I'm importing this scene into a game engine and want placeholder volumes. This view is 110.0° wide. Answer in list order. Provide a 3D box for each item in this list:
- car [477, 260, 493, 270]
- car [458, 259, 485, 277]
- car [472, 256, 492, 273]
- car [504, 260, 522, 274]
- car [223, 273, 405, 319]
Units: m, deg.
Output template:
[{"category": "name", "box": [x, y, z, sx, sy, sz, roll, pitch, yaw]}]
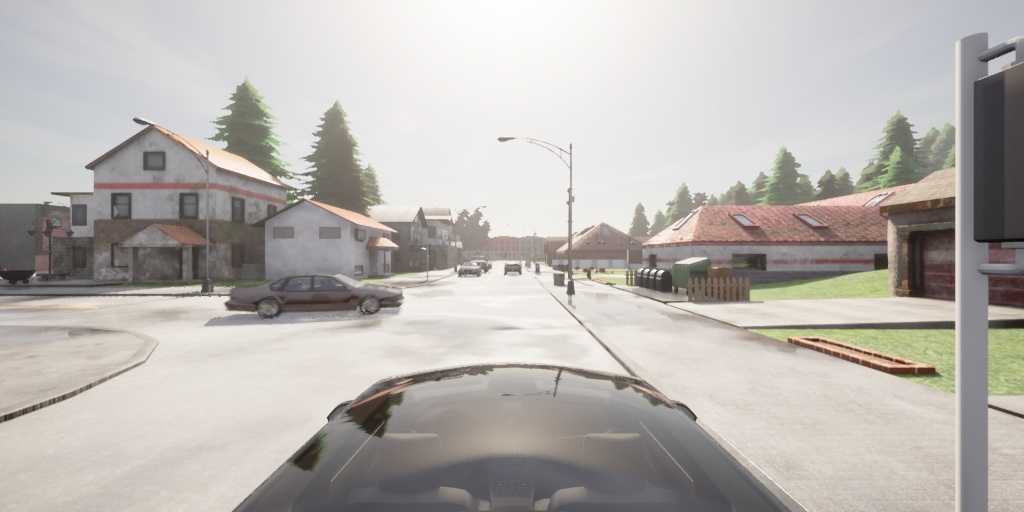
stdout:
[{"category": "car", "box": [-4.063, 1.304, 54.518, 1.994, 1.385, 4.181, 0, 0, 0]}, {"category": "car", "box": [-4.090, 1.307, 35.432, 1.994, 1.385, 4.181, 0, 0, 0]}, {"category": "car", "box": [-4.088, 0.963, 44.579, 2.150, 2.045, 5.566, 0, 0, 0]}, {"category": "car", "box": [0.113, 1.234, 40.182, 2.128, 1.511, 4.902, 0, 0, 0]}, {"category": "car", "box": [-6.549, 1.295, 12.431, 5.357, 1.411, 2.033, 0, 0, -13]}]
